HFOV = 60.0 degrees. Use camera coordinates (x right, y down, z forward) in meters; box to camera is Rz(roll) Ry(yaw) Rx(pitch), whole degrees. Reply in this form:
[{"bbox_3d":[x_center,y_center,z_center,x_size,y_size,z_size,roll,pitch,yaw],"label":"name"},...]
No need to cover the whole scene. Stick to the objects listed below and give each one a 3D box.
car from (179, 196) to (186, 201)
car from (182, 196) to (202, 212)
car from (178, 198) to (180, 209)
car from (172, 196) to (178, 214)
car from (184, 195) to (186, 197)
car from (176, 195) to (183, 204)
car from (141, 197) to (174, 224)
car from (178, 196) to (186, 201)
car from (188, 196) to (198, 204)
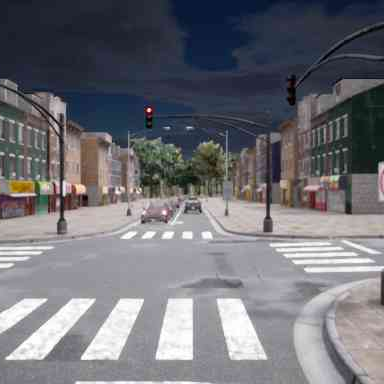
[{"bbox_3d":[-2.585,1.651,89.936,1.802,1.307,4.206,-1,0,0],"label":"car"},{"bbox_3d":[0.112,1.529,38.050,1.812,1.442,4.674,0,0,0],"label":"car"},{"bbox_3d":[-2.622,1.568,35.588,1.947,1.339,4.313,-1,0,0],"label":"car"},{"bbox_3d":[-2.627,1.439,30.154,1.967,1.590,4.097,-1,0,0],"label":"car"},{"bbox_3d":[-2.593,1.602,79.067,2.008,1.369,4.403,-1,0,0],"label":"car"},{"bbox_3d":[-2.615,1.556,46.458,1.887,1.381,4.507,-1,0,0],"label":"car"},{"bbox_3d":[-2.631,1.437,24.719,1.967,1.590,4.097,-1,0,0],"label":"car"},{"bbox_3d":[-2.589,1.626,84.501,1.947,1.339,4.313,-1,0,0],"label":"car"},{"bbox_3d":[0.133,1.509,64.723,1.882,1.535,5.008,0,0,0],"label":"car"}]
